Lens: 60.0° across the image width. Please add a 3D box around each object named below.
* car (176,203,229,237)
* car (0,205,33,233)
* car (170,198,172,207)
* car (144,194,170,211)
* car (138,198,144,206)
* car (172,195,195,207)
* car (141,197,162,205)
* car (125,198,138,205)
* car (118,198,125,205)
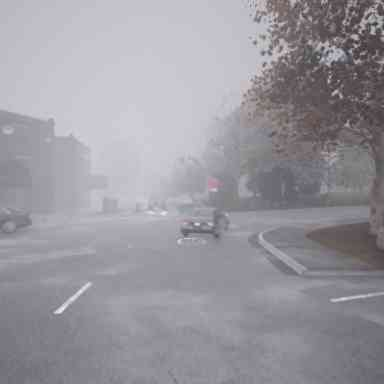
[{"bbox_3d":[0.809,1.535,17.916,2.033,1.411,5.357,0,0,13],"label":"car"},{"bbox_3d":[-11.428,1.480,18.267,4.892,1.521,2.231,-1,0,-20],"label":"car"},{"bbox_3d":[-3.518,1.795,59.159,2.231,1.521,4.892,0,0,-18],"label":"car"},{"bbox_3d":[-4.306,1.287,41.740,2.150,2.045,5.566,0,-1,-2],"label":"car"},{"bbox_3d":[-7.878,1.887,60.396,1.812,1.442,4.674,0,-1,-22],"label":"car"},{"bbox_3d":[-1.054,1.381,48.001,2.435,2.045,5.566,0,-1,-7],"label":"car"},{"bbox_3d":[-8.485,1.943,69.325,2.231,1.521,4.892,-1,-1,-35],"label":"car"},{"bbox_3d":[-12.007,2.076,73.777,2.097,1.535,5.008,-1,0,-41],"label":"car"},{"bbox_3d":[-15.838,2.260,78.209,4.892,1.521,2.231,-4,-2,42],"label":"car"}]
